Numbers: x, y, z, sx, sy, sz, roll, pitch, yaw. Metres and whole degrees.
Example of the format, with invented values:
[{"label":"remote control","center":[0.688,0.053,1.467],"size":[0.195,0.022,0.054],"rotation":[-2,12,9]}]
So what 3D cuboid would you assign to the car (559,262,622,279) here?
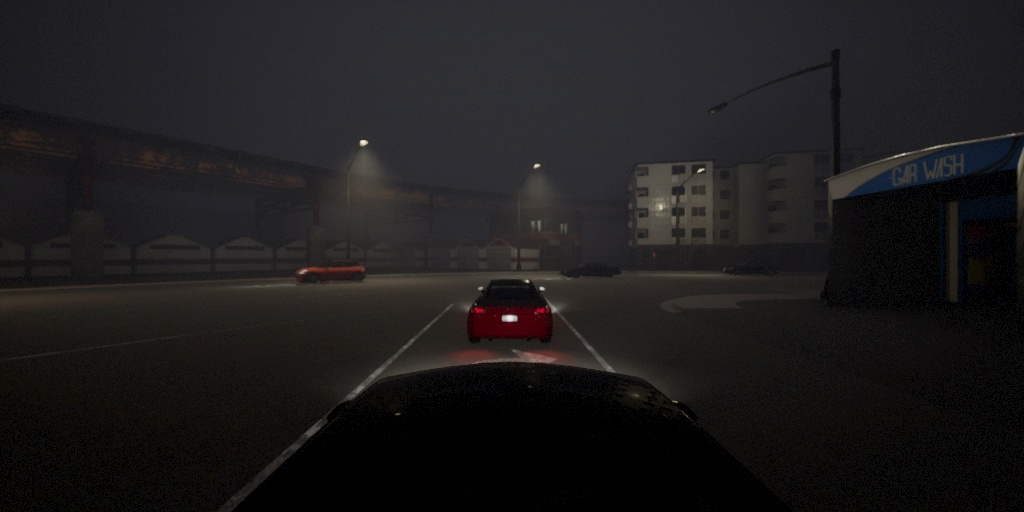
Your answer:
[{"label":"car","center":[7.019,1.272,32.091],"size":[5.357,1.411,2.033],"rotation":[0,0,-11]}]

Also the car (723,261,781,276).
[{"label":"car","center":[23.699,1.213,35.590],"size":[4.902,1.511,2.128],"rotation":[0,0,9]}]

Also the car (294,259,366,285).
[{"label":"car","center":[-13.215,1.081,26.151],"size":[4.553,1.767,2.097],"rotation":[0,0,-39]}]

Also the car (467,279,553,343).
[{"label":"car","center":[-0.021,1.307,9.705],"size":[1.994,1.385,4.181],"rotation":[0,0,1]}]
